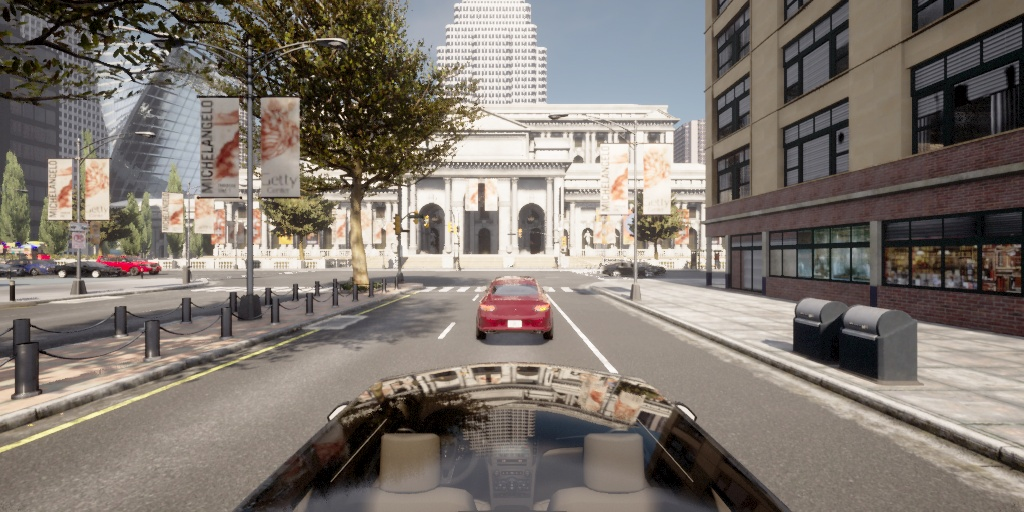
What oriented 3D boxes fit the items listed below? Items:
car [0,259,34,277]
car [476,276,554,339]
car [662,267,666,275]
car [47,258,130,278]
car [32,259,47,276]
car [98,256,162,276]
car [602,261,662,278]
[{"bbox_3d":[-48.334,1.276,33.358,4.674,1.442,1.812,0,0,-1],"label":"car"},{"bbox_3d":[0.076,1.276,9.924,1.812,1.442,4.674,0,0,0],"label":"car"},{"bbox_3d":[13.214,1.275,36.607,4.674,1.442,1.812,0,0,0],"label":"car"},{"bbox_3d":[-39.331,1.228,33.392,5.008,1.535,1.882,0,0,0],"label":"car"},{"bbox_3d":[-49.141,1.102,36.831,4.553,1.767,2.097,0,0,-1],"label":"car"},{"bbox_3d":[-39.522,0.971,36.894,5.566,2.045,2.150,0,0,0],"label":"car"},{"bbox_3d":[10.790,1.255,33.123,4.892,1.490,1.837,0,0,0],"label":"car"}]
